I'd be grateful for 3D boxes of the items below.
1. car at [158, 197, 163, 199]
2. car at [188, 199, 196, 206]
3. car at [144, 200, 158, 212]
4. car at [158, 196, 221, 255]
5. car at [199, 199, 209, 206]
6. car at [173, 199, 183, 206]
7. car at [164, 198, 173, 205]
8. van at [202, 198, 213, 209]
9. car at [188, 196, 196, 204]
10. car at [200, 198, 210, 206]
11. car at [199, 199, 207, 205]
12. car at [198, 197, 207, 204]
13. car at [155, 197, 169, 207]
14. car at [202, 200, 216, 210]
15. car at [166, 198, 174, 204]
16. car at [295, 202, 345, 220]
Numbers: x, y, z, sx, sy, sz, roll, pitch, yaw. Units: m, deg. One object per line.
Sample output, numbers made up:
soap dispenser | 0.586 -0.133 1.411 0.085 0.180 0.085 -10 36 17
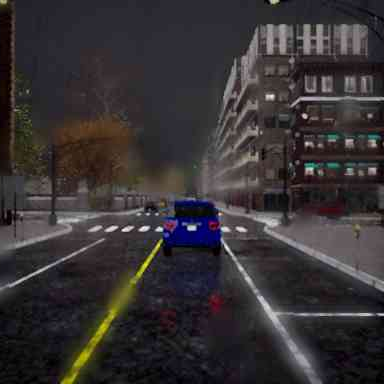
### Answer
car | -5.701 2.117 58.344 1.752 1.417 4.829 0 -1 0
car | -0.018 2.296 74.720 1.812 1.442 4.674 0 -1 0
car | -5.699 2.039 47.252 1.947 1.339 4.313 0 -1 0
car | -0.003 1.351 14.023 2.150 2.045 5.566 0 0 0
car | 2.674 2.333 75.404 2.008 1.369 4.403 0 -1 0
car | -3.018 2.280 73.501 2.128 1.511 4.902 0 -1 0
car | -5.707 2.286 81.034 1.967 1.590 4.097 0 -1 0
van | 2.679 1.935 58.517 1.690 1.788 3.998 0 -1 0
car | -0.020 2.011 86.422 2.150 2.045 5.566 0 -1 0
car | 2.676 2.158 69.776 1.967 1.590 4.097 0 -1 0
car | 2.673 2.391 81.034 1.887 1.381 4.507 0 -1 0
car | 2.672 2.226 86.666 2.192 1.841 5.009 0 -1 0
car | -5.703 1.970 64.145 2.192 1.841 5.009 0 -1 0
car | 2.680 2.078 52.884 1.887 1.381 4.507 0 -1 0
car | -5.708 2.351 86.663 1.967 1.590 4.097 0 -1 0
car | 13.458 1.943 34.935 5.009 1.841 2.192 1 -2 -1
